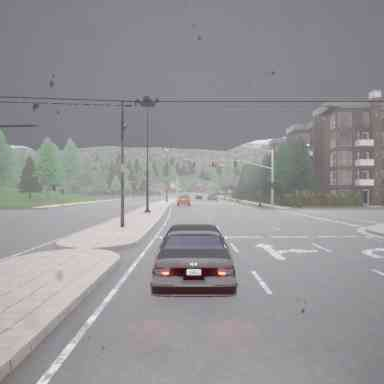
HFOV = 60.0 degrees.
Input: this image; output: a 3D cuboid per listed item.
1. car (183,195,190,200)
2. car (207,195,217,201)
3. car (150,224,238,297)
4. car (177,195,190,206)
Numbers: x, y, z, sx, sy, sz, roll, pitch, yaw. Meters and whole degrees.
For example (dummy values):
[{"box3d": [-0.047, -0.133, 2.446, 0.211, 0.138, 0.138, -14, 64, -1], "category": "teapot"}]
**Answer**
[{"box3d": [-1.548, 1.524, 95.484, 1.812, 1.442, 4.674, 0, 0, 0], "category": "car"}, {"box3d": [5.475, 1.539, 85.353, 2.033, 1.411, 5.357, 0, 0, 0], "category": "car"}, {"box3d": [0.042, 1.547, 8.736, 2.033, 1.411, 5.357, 0, 0, 0], "category": "car"}, {"box3d": [-1.359, 1.352, 54.481, 2.097, 1.767, 4.553, 0, 0, -1], "category": "car"}]
